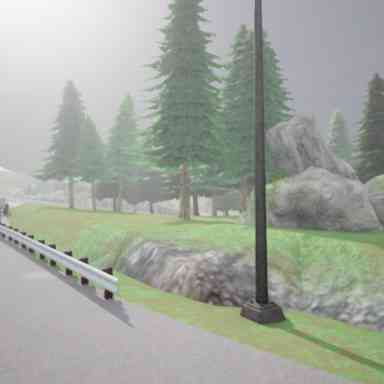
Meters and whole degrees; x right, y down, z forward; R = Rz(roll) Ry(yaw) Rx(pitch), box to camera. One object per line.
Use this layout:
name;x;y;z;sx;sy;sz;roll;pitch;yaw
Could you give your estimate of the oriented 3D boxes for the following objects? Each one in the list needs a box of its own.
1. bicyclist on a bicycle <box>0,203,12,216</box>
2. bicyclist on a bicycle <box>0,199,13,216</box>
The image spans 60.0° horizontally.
bicyclist on a bicycle;-17.824;1.460;31.338;1.656;1.620;0.582;2;-1;-37
bicyclist on a bicycle;-18.319;1.459;32.198;1.656;1.620;0.582;1;-2;-9
